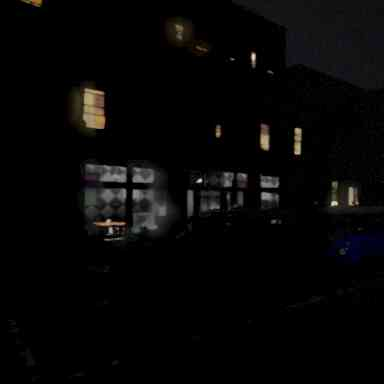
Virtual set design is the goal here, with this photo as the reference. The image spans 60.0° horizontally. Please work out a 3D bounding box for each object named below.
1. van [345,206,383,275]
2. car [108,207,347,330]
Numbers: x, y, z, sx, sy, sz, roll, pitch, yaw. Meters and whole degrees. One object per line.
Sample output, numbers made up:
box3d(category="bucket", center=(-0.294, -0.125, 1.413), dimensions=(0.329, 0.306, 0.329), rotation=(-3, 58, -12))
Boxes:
box3d(category="van", center=(5.223, 1.344, 10.264), dimensions=(3.998, 1.788, 1.690), rotation=(0, 1, -35))
box3d(category="car", center=(0.822, 1.316, 7.123), dimensions=(5.009, 1.841, 2.192), rotation=(0, 1, -35))
